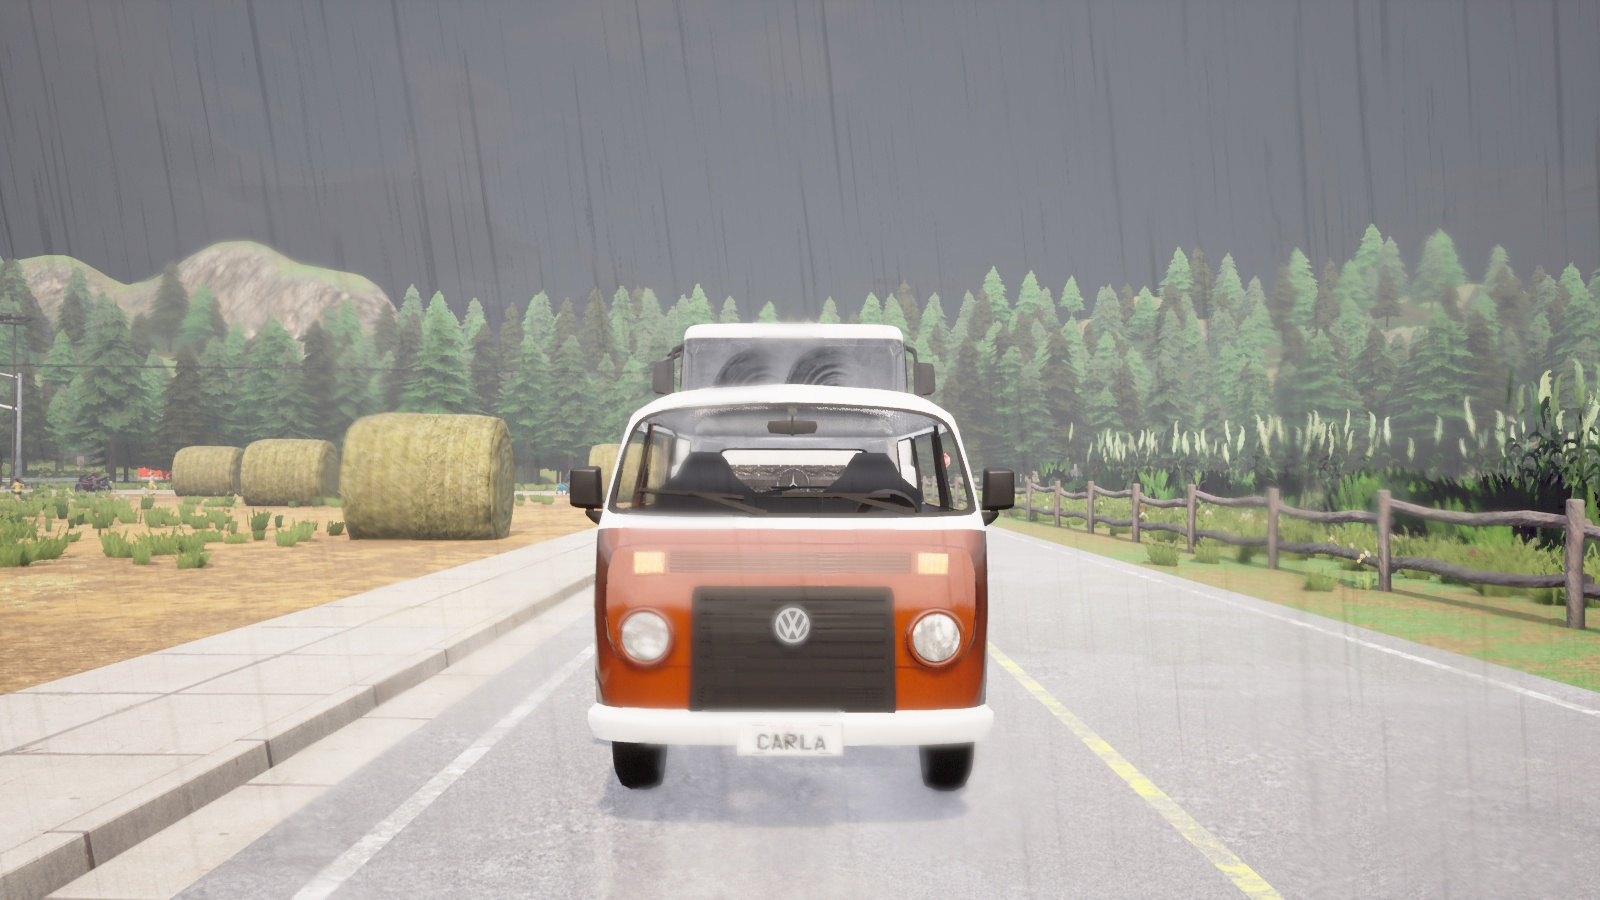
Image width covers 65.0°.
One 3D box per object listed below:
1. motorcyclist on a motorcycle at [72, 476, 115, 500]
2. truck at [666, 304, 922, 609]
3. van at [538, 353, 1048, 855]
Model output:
[{"bbox_3d":[-44.225,2.378,78.594,2.191,1.530,0.866,0,-1,-3],"label":"motorcyclist on a motorcycle"},{"bbox_3d":[-0.089,0.139,18.252,2.891,3.462,7.936,0,-1,0],"label":"truck"},{"bbox_3d":[-0.037,0.662,7.364,2.069,2.038,4.480,0,-1,0],"label":"van"}]
